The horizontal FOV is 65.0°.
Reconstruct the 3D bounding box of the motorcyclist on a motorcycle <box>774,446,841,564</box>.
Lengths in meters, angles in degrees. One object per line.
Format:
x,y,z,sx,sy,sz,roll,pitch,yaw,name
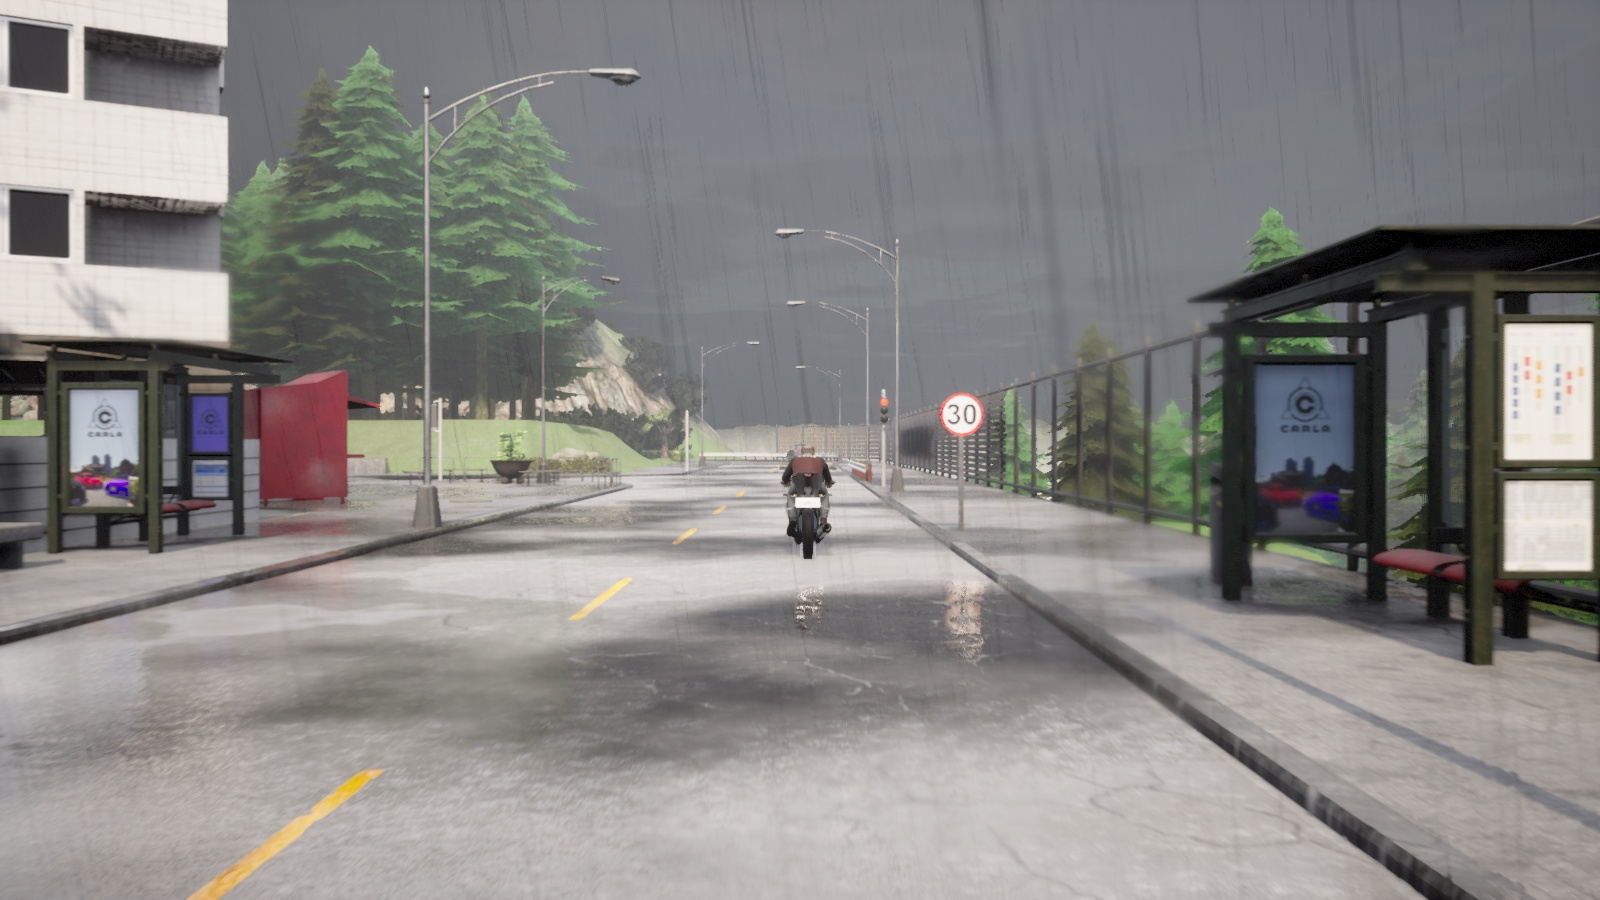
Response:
0.108,0.707,17.393,0.866,1.530,2.191,0,0,0,motorcyclist on a motorcycle
